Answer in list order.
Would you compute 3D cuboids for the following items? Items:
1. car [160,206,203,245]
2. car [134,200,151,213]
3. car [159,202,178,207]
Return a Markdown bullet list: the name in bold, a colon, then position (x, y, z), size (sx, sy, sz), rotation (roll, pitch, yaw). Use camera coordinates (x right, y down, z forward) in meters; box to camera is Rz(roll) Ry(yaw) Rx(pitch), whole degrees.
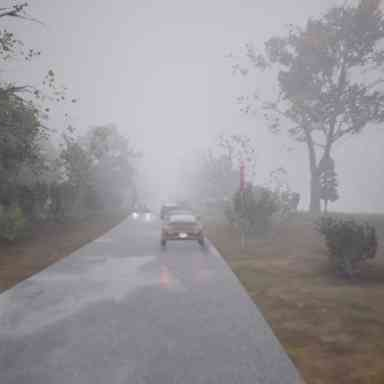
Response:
- **car**: position (-0.506, 1.610, 15.861), size (1.812, 1.442, 4.674), rotation (0, 0, -4)
- **car**: position (-6.400, 1.801, 43.146), size (2.097, 1.767, 4.553), rotation (1, -1, -7)
- **car**: position (-2.245, 1.785, 33.718), size (1.882, 1.535, 5.008), rotation (0, -1, -7)
